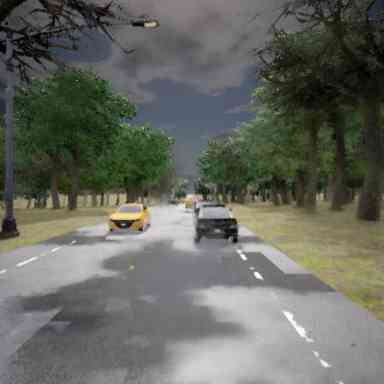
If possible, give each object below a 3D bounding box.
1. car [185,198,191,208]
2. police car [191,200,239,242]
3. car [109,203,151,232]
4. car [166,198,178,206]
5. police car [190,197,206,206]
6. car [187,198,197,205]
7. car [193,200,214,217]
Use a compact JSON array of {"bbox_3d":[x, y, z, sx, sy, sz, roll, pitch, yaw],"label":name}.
[{"bbox_3d":[0.000,1.553,49.838,1.882,1.535,5.008,0,0,0],"label":"car"},{"bbox_3d":[1.049,1.387,16.131,1.930,1.638,5.238,0,0,0],"label":"police car"},{"bbox_3d":[-3.599,1.441,19.949,1.882,1.535,5.008,0,0,0],"label":"car"},{"bbox_3d":[-3.542,1.802,59.886,1.895,1.301,4.718,0,-1,1],"label":"car"},{"bbox_3d":[1.049,1.401,26.133,1.930,1.638,5.238,0,0,0],"label":"police car"},{"bbox_3d":[-0.003,1.933,68.552,1.895,1.301,4.718,0,-1,0],"label":"car"},{"bbox_3d":[1.048,1.520,32.024,1.812,1.442,4.674,0,0,0],"label":"car"}]
